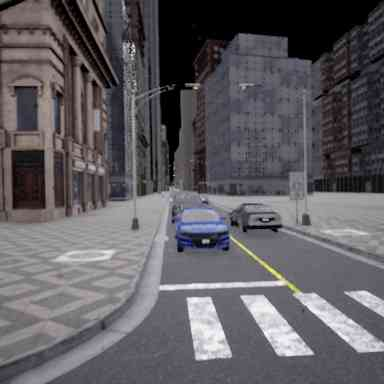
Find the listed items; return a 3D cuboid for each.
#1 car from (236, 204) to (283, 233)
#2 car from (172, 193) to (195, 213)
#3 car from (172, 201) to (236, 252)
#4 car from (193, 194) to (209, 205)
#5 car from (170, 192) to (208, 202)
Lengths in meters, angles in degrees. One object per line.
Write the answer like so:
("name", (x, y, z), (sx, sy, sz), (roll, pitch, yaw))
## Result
("car", (3.267, 1.331, 18.090), (2.033, 1.411, 5.357), (-1, 1, -4))
("car", (-0.942, 1.063, 33.472), (2.097, 1.767, 4.553), (-1, 1, -3))
("car", (0.266, 1.359, 13.600), (1.882, 1.535, 5.008), (-1, 1, -4))
("car", (1.244, 1.070, 49.749), (1.994, 1.385, 4.181), (-1, 1, -4))
("car", (-0.346, 1.018, 23.523), (2.150, 2.045, 5.566), (-1, 1, -3))
